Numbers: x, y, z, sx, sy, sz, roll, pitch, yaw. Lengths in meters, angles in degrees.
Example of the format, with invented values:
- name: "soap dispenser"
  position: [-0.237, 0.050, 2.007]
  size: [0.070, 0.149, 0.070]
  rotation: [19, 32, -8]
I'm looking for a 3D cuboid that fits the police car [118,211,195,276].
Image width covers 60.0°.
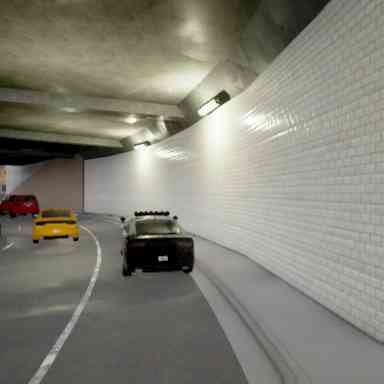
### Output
- name: "police car"
  position: [-1.301, 1.424, 10.654]
  size: [1.930, 1.638, 5.238]
  rotation: [0, 0, -13]

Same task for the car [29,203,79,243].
- name: "car"
  position: [-6.631, 1.485, 16.254]
  size: [1.882, 1.535, 5.008]
  rotation: [0, 0, -22]

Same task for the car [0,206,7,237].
- name: "car"
  position: [-9.875, 1.573, 14.939]
  size: [1.994, 1.385, 4.181]
  rotation: [0, 0, -22]

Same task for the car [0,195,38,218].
- name: "car"
  position: [-15.775, 1.258, 30.355]
  size: [2.150, 2.045, 5.566]
  rotation: [0, 0, -43]
